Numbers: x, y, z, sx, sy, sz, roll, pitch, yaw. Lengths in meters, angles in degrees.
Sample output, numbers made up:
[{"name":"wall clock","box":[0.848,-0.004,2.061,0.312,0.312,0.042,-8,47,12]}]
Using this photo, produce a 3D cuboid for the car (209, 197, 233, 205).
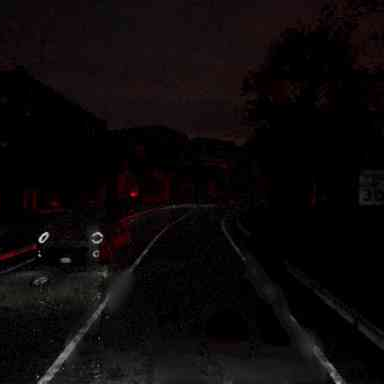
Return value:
[{"name":"car","box":[4.735,1.397,54.031,1.895,1.301,4.718,0,0,39]}]

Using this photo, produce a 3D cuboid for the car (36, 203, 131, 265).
[{"name":"car","box":[-3.533,1.335,11.625,2.097,1.767,4.553,0,0,1]}]
